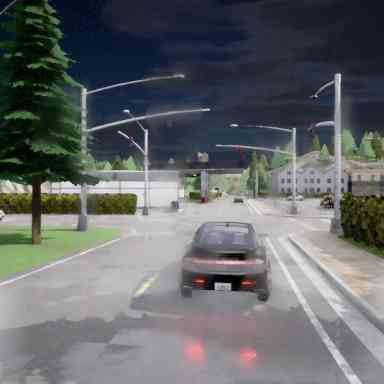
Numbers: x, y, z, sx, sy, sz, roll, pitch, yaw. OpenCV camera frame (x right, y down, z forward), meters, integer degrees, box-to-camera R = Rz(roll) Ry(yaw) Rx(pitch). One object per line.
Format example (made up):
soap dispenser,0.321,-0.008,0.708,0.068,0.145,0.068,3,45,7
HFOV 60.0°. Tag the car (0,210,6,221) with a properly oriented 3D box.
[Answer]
car,-16.577,1.526,25.188,4.674,1.442,1.812,0,0,8

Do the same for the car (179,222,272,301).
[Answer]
car,0.886,1.492,8.398,2.128,1.511,4.902,0,0,8

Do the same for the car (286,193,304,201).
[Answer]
car,24.442,1.077,78.866,3.866,1.878,1.905,0,0,8

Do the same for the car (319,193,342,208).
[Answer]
car,18.680,1.330,41.724,5.027,1.636,2.152,0,0,8

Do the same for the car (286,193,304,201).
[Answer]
car,23.376,1.361,75.658,3.806,1.475,1.970,0,0,8

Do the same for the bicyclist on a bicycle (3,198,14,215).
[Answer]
bicyclist on a bicycle,-17.956,1.453,32.524,0.582,1.620,1.656,0,0,7

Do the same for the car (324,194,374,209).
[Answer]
car,18.297,1.340,38.610,4.514,1.523,2.007,0,0,8

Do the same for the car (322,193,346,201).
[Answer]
car,31.779,1.097,74.520,4.605,1.855,1.932,0,0,8

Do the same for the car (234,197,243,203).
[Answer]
car,9.451,1.601,67.387,1.895,1.301,4.718,0,0,8
